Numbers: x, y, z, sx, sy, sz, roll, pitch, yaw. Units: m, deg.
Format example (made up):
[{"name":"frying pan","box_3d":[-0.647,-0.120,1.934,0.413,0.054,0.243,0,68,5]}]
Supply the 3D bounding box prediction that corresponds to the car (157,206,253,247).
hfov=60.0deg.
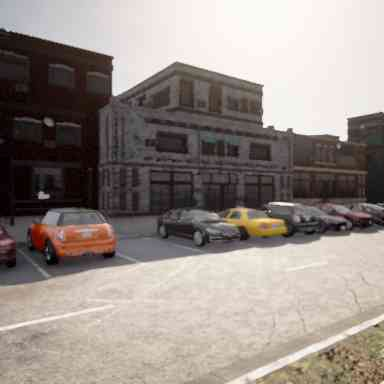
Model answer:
[{"name":"car","box_3d":[0.137,1.487,15.355,2.231,1.521,4.892,0,0,-35]}]

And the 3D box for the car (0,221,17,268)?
[{"name":"car","box_3d":[-6.762,1.511,10.462,2.002,1.452,4.674,0,0,-35]}]

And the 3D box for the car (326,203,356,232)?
[{"name":"car","box_3d":[6.861,1.543,20.072,2.163,1.488,4.792,0,0,-35]}]

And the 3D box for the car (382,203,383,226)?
[{"name":"car","box_3d":[11.384,1.537,23.302,2.231,1.521,4.892,0,0,-35]}]

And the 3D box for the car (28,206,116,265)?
[{"name":"car","box_3d":[-4.477,1.346,12.043,2.185,1.767,4.553,0,0,-35]}]

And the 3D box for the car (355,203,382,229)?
[{"name":"car","box_3d":[9.108,1.524,21.706,2.097,1.535,5.008,0,0,-35]}]

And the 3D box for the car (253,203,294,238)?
[{"name":"car","box_3d":[2.302,1.492,17.108,1.946,1.575,5.366,0,0,-35]}]

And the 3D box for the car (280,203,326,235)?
[{"name":"car","box_3d":[4.598,1.378,18.472,2.185,1.767,4.553,0,0,-35]}]
